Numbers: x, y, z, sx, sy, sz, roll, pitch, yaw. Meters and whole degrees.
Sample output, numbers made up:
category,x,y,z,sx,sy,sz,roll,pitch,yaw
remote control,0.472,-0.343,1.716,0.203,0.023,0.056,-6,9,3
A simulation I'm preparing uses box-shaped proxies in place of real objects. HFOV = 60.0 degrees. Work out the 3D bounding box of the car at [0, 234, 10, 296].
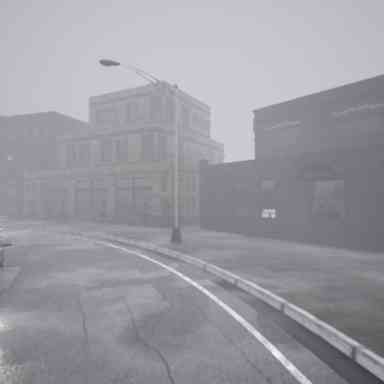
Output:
category,x,y,z,sx,sy,sz,roll,pitch,yaw
car,-5.733,1.586,8.323,1.837,1.490,4.892,2,-1,-28
